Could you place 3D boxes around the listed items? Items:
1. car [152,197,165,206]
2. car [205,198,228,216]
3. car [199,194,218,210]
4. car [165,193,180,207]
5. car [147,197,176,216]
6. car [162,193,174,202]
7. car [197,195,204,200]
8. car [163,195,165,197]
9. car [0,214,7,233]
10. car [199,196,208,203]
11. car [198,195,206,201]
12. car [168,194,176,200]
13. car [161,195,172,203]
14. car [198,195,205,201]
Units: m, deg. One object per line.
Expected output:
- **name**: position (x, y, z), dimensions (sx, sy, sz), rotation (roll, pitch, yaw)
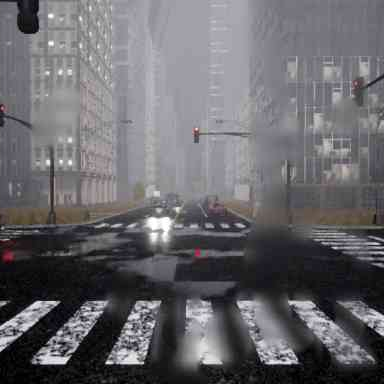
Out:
- **car**: position (-5.427, 1.557, 54.221), dimensions (1.802, 1.307, 4.206), rotation (-1, 0, 0)
- **car**: position (2.461, 1.569, 32.163), dimensions (1.802, 1.307, 4.206), rotation (-1, 0, 0)
- **car**: position (2.458, 1.297, 43.212), dimensions (2.192, 1.841, 5.009), rotation (-1, 0, 0)
- **car**: position (-2.937, 1.201, 50.639), dimensions (2.150, 2.045, 5.566), rotation (0, 0, 0)
- **car**: position (-2.909, 1.479, 31.658), dimensions (2.128, 1.511, 4.902), rotation (0, 0, 0)
- **car**: position (-5.473, 1.274, 76.319), dimensions (2.192, 1.841, 5.009), rotation (-1, 0, 0)
- **car**: position (2.380, 1.489, 92.933), dimensions (1.887, 1.381, 4.507), rotation (-1, 0, 0)
- **car**: position (-5.419, 1.419, 48.697), dimensions (1.967, 1.590, 4.097), rotation (-1, 0, 0)
- **car**: position (-11.334, 1.465, 15.380), dimensions (4.892, 1.490, 1.837), rotation (0, 3, -9)
- **car**: position (2.421, 1.508, 70.834), dimensions (1.887, 1.381, 4.507), rotation (-1, 0, 0)
- **car**: position (2.401, 1.536, 81.884), dimensions (1.802, 1.307, 4.206), rotation (-1, 0, 0)
- **car**: position (-5.502, 1.384, 92.893), dimensions (1.967, 1.590, 4.097), rotation (-1, 0, 0)
- **car**: position (-5.460, 1.403, 70.795), dimensions (1.967, 1.590, 4.097), rotation (-1, 0, 0)
- **car**: position (2.389, 1.474, 87.578), dimensions (1.752, 1.417, 4.829), rotation (-1, 0, 0)
